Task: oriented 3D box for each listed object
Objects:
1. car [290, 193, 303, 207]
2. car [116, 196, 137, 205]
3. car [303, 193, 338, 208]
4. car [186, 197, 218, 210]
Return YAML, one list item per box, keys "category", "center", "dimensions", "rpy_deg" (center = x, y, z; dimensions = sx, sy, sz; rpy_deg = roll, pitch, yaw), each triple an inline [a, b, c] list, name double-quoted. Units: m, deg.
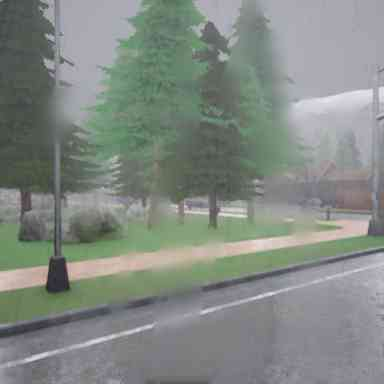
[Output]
- category: "car"
  center: [14.915, 1.053, 44.288]
  dimensions: [3.866, 1.878, 1.905]
  rpy_deg: [0, 0, -37]
- category: "car"
  center: [-11.214, 1.407, 57.274]
  dimensions: [1.882, 1.535, 5.008]
  rpy_deg: [0, 0, -43]
- category: "car"
  center: [16.744, 1.050, 42.519]
  dimensions: [4.605, 1.855, 1.932]
  rpy_deg: [0, 0, -37]
- category: "car"
  center: [1.219, 1.404, 41.599]
  dimensions: [2.128, 1.511, 4.902]
  rpy_deg: [0, 0, -37]
